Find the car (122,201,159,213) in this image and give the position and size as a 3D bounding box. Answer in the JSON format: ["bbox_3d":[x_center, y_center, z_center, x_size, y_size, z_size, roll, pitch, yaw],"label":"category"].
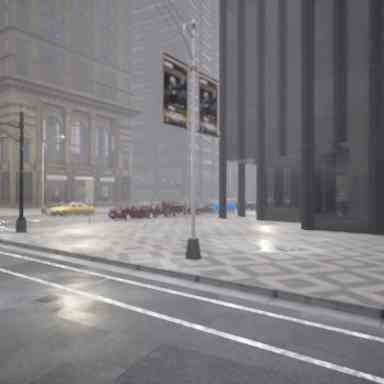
[{"bbox_3d":[-6.382,1.842,41.634,2.008,1.369,4.403,-1,-1,36],"label":"car"}]

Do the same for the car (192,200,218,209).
[{"bbox_3d":[2.157,2.034,53.547,1.887,1.381,4.507,-1,-1,36],"label":"car"}]

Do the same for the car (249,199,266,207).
[{"bbox_3d":[13.647,2.191,69.578,1.967,1.590,4.097,-1,-1,36],"label":"car"}]

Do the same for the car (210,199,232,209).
[{"bbox_3d":[5.003,1.994,57.519,1.967,1.590,4.097,-1,-1,36],"label":"car"}]

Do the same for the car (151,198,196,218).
[{"bbox_3d":[-2.183,1.560,32.850,2.192,1.841,5.009,-1,-1,36],"label":"car"}]

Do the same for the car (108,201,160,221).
[{"bbox_3d":[-5.151,1.720,28.715,1.887,1.381,4.507,-1,-1,36],"label":"car"}]

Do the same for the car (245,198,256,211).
[{"bbox_3d":[6.723,1.767,45.243,2.192,1.841,5.009,-1,-1,36],"label":"car"}]

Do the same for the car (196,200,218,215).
[{"bbox_3d":[0.786,1.896,36.977,1.802,1.307,4.206,-1,-1,36],"label":"car"}]

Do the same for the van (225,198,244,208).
[{"bbox_3d":[7.850,1.960,61.492,1.690,1.788,3.998,-1,-1,36],"label":"van"}]

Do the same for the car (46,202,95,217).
[{"bbox_3d":[-12.174,1.681,33.555,1.752,1.417,4.829,-1,-1,36],"label":"car"}]

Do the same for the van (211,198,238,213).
[{"bbox_3d":[3.754,1.724,41.112,1.690,1.788,3.998,-1,-1,36],"label":"van"}]

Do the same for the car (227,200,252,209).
[{"bbox_3d":[8.299,2.131,57.356,2.033,1.411,5.357,0,-1,36],"label":"car"}]

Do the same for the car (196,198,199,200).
[{"bbox_3d":[-0.690,1.738,49.580,2.192,1.841,5.009,-1,-1,36],"label":"car"}]
